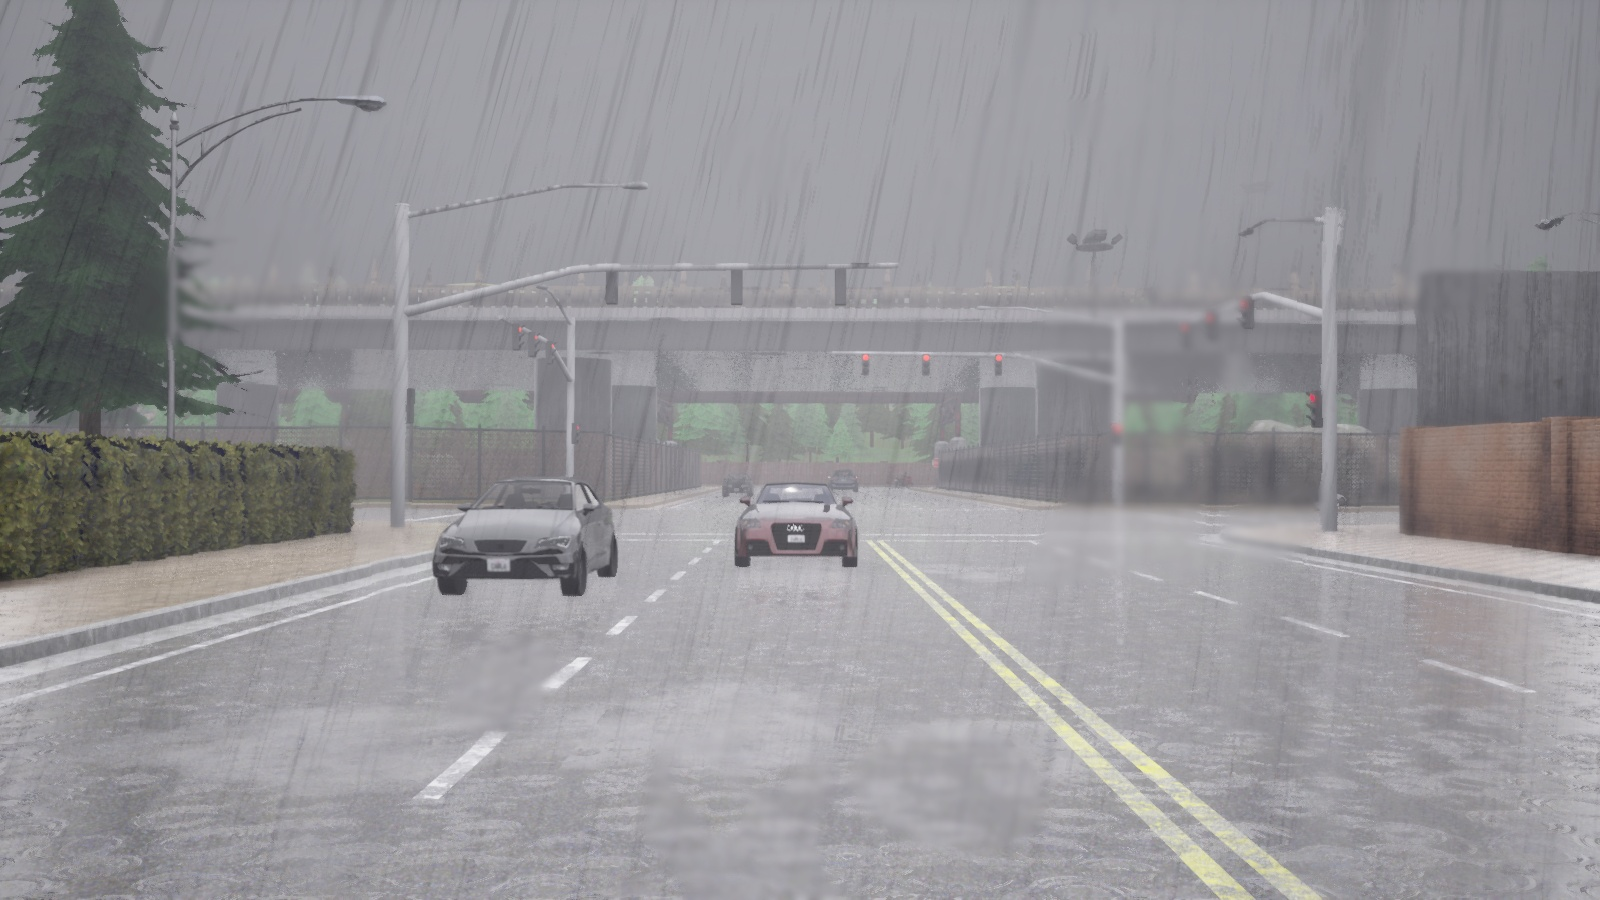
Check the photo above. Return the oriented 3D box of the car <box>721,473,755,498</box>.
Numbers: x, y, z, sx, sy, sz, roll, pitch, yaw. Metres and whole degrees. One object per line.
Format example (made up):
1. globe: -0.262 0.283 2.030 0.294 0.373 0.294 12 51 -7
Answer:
1. car: -3.687 2.102 75.187 1.816 1.474 4.193 0 -1 0

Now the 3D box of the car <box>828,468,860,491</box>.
1. car: 3.262 2.234 94.807 2.242 1.667 4.611 0 -1 0

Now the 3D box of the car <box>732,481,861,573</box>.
1. car: -0.054 1.240 21.554 1.994 1.385 4.181 0 -1 0

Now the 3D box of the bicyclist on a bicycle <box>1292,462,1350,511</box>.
1. bicyclist on a bicycle: 18.956 1.319 45.688 1.843 1.776 0.659 0 -1 0

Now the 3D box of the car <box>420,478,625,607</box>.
1. car: -3.542 1.124 16.782 1.816 1.474 4.193 0 -1 0
